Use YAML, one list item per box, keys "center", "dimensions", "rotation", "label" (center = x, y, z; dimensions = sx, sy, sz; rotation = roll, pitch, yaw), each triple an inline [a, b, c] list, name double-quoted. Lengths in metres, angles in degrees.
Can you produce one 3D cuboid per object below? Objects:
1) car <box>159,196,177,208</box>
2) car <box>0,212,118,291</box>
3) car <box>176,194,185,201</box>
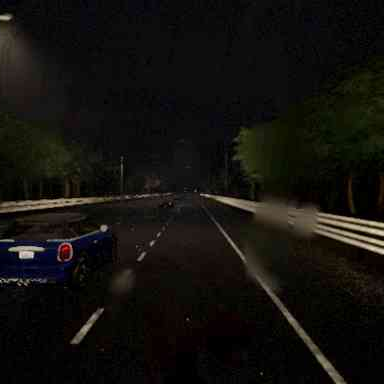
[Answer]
- center: [-3.485, 1.570, 46.361]
  dimensions: [1.895, 1.301, 4.718]
  rotation: [0, 0, 0]
  label: "car"
- center: [-3.498, 1.353, 9.164]
  dimensions: [2.097, 1.767, 4.553]
  rotation: [0, 0, 0]
  label: "car"
- center: [-3.470, 1.502, 86.021]
  dimensions: [1.994, 1.385, 4.181]
  rotation: [0, 0, 0]
  label: "car"
